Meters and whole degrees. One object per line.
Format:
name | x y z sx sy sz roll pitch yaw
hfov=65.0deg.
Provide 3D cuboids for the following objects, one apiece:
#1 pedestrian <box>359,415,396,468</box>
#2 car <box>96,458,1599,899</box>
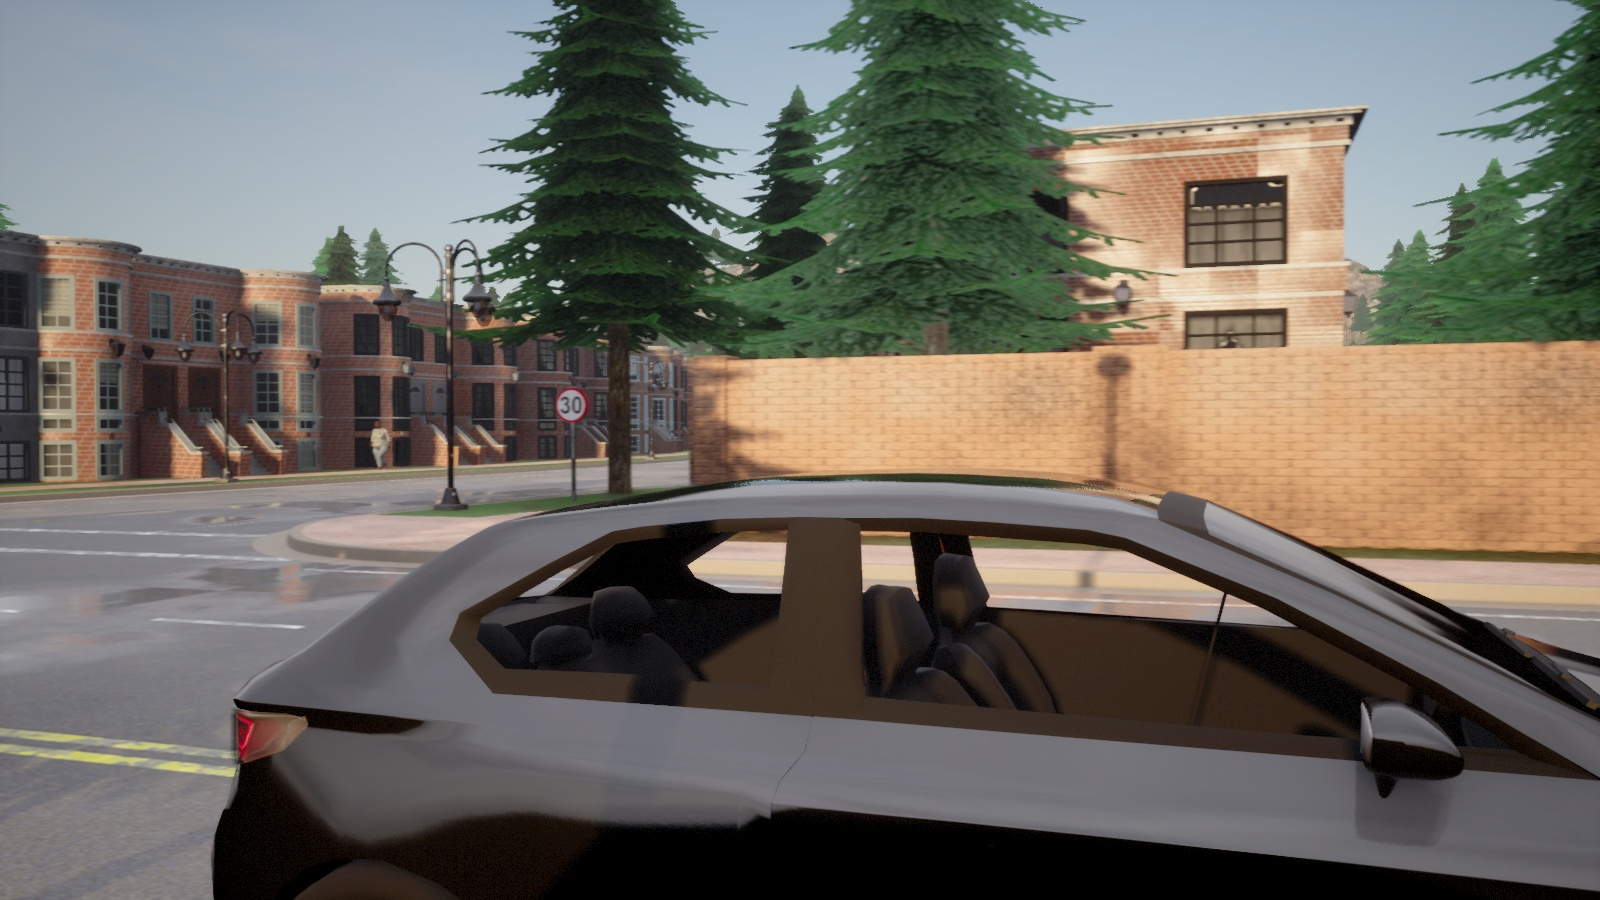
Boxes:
pedestrian | -14.842 -0.311 44.119 0.874 1.855 0.900 1 1 20
car | 0.736 0.796 2.946 4.193 1.474 1.816 1 1 19
